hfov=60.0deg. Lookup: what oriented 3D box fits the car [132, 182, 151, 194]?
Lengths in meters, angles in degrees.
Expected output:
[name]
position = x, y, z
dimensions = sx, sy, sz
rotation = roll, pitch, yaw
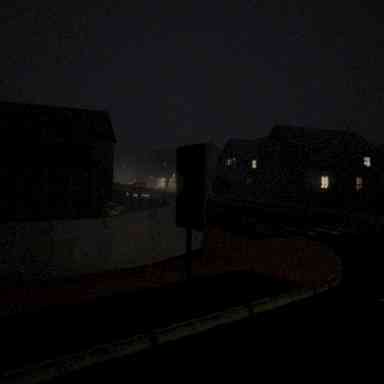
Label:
[car]
position = -6.443, -0.556, 41.744
dimensions = 1.812, 1.442, 4.674
rotation = 0, 3, -23
